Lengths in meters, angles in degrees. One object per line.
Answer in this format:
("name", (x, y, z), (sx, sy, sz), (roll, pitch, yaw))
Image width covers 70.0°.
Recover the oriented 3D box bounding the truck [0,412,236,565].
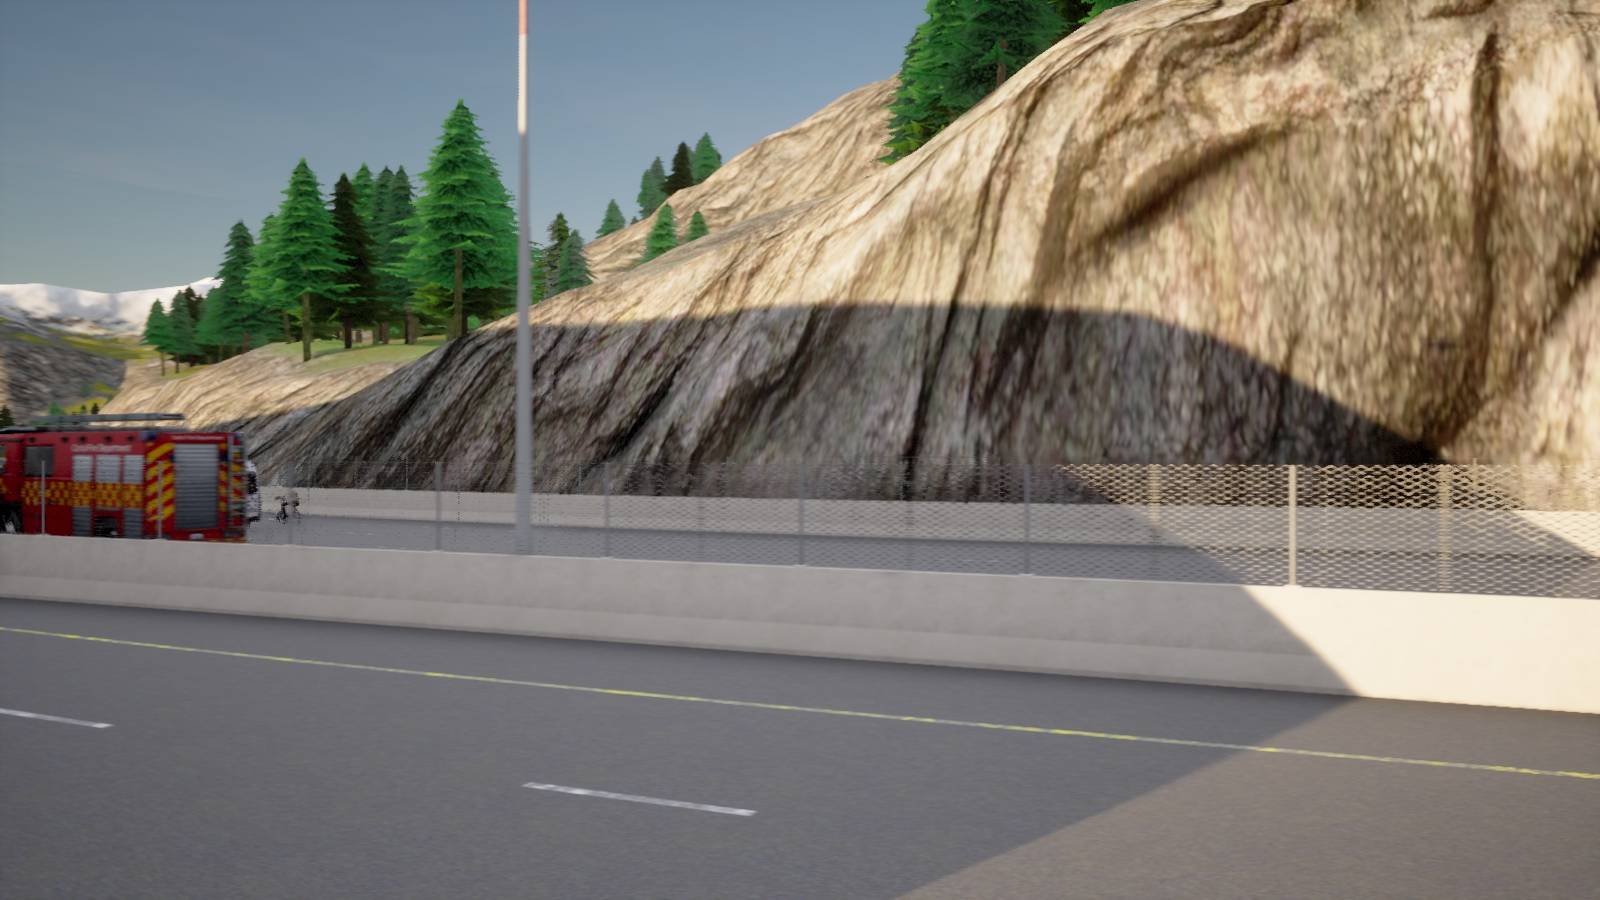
("truck", (-19.689, 0.962, 31.858), (8.468, 3.827, 2.891), (0, 0, 30))
